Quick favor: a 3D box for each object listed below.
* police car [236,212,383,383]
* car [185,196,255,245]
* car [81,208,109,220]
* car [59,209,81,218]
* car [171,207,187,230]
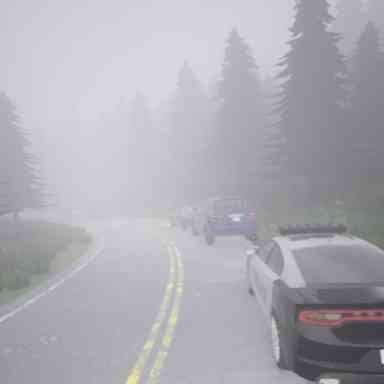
[{"bbox_3d":[2.046,1.367,5.747,1.930,1.638,5.238,-3,0,3],"label":"police car"},{"bbox_3d":[1.363,1.243,16.231,2.150,2.045,5.566,-4,0,-10],"label":"car"},{"bbox_3d":[-12.315,2.766,42.659,1.895,1.301,4.718,-6,0,-32],"label":"car"},{"bbox_3d":[-19.211,3.347,52.779,4.718,1.301,1.895,-4,2,43],"label":"car"},{"bbox_3d":[-0.137,1.659,22.381,1.812,1.442,4.674,-4,0,-18],"label":"car"}]
